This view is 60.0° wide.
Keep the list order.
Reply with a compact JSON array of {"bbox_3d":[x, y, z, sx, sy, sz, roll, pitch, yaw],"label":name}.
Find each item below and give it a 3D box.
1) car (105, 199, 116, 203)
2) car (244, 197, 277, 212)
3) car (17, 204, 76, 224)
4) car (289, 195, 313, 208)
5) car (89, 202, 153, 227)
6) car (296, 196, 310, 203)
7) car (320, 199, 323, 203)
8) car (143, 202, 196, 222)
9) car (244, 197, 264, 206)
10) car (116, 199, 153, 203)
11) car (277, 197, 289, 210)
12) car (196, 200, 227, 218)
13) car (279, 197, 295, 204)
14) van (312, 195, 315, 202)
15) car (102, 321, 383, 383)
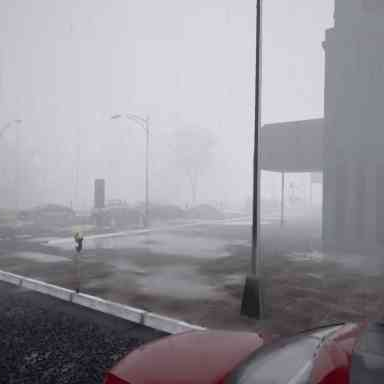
[{"bbox_3d":[-8.301,1.479,34.169,1.967,1.590,4.097,1,0,36],"label":"car"},{"bbox_3d":[8.474,1.567,42.528,2.192,1.841,5.009,1,0,36],"label":"car"},{"bbox_3d":[-11.123,1.605,25.712,1.994,1.385,4.181,1,0,36],"label":"car"},{"bbox_3d":[18.244,1.771,56.012,1.967,1.590,4.097,1,0,36],"label":"car"},{"bbox_3d":[-5.199,1.694,23.788,2.008,1.369,4.403,1,0,36],"label":"car"},{"bbox_3d":[27.782,1.860,83.216,1.752,1.417,4.829,1,0,36],"label":"car"},{"bbox_3d":[28.184,1.938,69.583,1.752,1.417,4.829,1,0,36],"label":"car"},{"bbox_3d":[-1.960,1.734,28.211,1.947,1.339,4.313,1,0,36],"label":"car"},{"bbox_3d":[11.381,1.724,60.825,1.752,1.417,4.829,1,0,36],"label":"car"},{"bbox_3d":[-4.861,1.638,34.262,2.033,1.411,5.357,1,0,36],"label":"car"},{"bbox_3d":[11.726,1.718,47.026,1.967,1.590,4.097,1,0,36],"label":"car"},{"bbox_3d":[1.278,1.776,32.632,1.802,1.307,4.206,1,0,36],"label":"car"},{"bbox_3d":[21.322,1.847,74.396,1.947,1.339,4.313,1,0,36],"label":"car"},{"bbox_3d":[31.164,1.704,87.831,1.690,1.788,3.998,1,0,36],"label":"van"},{"bbox_3d":[1.124,1.582,2.059,4.206,1.307,1.802,0,1,35],"label":"car"}]
